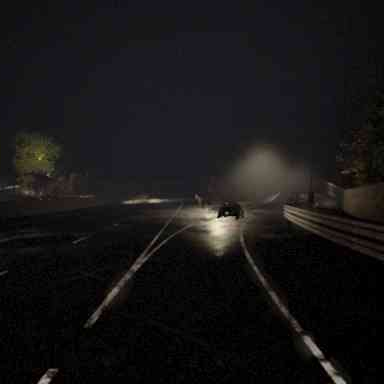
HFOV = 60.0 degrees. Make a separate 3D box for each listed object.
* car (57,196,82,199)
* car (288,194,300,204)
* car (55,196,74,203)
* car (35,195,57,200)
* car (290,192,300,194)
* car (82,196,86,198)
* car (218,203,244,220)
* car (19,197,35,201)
[{"bbox_3d":[-21.018,1.536,57.302,1.812,1.442,4.674,0,0,1],"label":"car"},{"bbox_3d":[22.849,1.817,75.575,1.837,1.490,4.892,0,3,20],"label":"car"},{"bbox_3d":[-27.989,1.565,73.201,2.033,1.411,5.357,0,0,0],"label":"car"},{"bbox_3d":[-24.518,1.363,57.295,2.097,1.767,4.553,0,0,1],"label":"car"},{"bbox_3d":[26.338,0.942,85.029,2.150,2.045,5.566,0,4,19],"label":"car"},{"bbox_3d":[-24.489,1.620,73.367,1.895,1.301,4.718,0,0,0],"label":"car"},{"bbox_3d":[3.584,1.711,30.166,1.812,1.442,4.674,0,-2,16],"label":"car"},{"bbox_3d":[-28.010,1.536,57.055,1.812,1.442,4.674,0,0,1],"label":"car"}]
